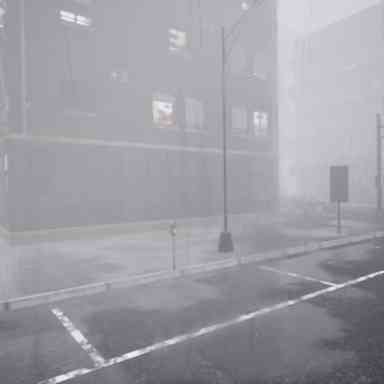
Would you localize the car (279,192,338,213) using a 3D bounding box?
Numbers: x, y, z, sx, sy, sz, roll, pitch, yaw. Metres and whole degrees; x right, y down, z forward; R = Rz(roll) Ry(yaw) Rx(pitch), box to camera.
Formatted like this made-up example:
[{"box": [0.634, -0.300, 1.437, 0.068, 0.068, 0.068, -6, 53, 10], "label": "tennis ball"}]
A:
[{"box": [9.432, 0.912, 26.509, 2.008, 1.369, 4.403, 0, 1, -36], "label": "car"}]
